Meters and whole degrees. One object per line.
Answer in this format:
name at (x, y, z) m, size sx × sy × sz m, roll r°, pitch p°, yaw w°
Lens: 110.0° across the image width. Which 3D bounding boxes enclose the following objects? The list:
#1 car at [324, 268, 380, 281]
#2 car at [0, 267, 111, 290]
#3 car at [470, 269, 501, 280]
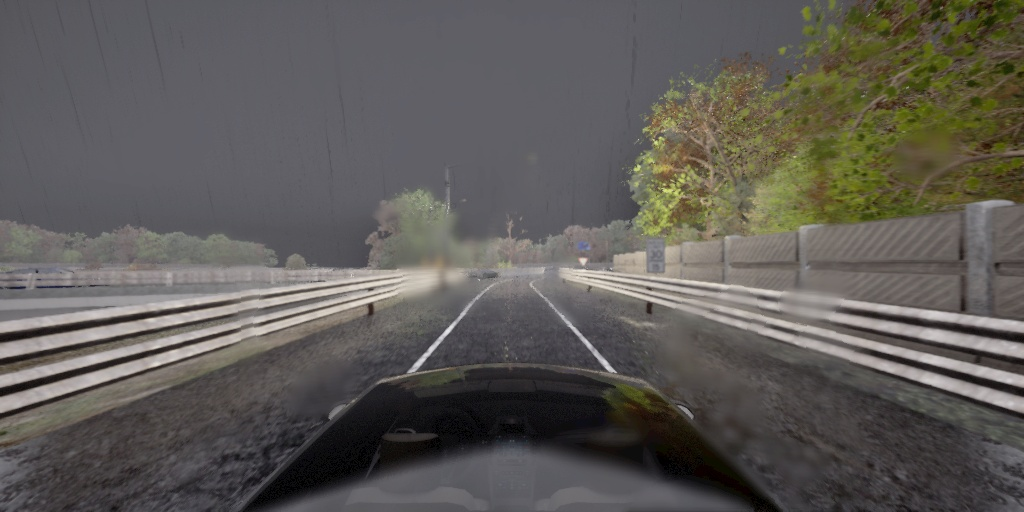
car at (-14.588, 1.863, 32.931) m, size 4.902 × 1.511 × 2.128 m, roll 2°, pitch -2°, yaw -44°
car at (-28.127, 1.423, 21.865) m, size 5.008 × 1.535 × 1.882 m, roll 1°, pitch -2°, yaw -33°
car at (-3.297, 2.312, 45.245) m, size 1.994 × 1.385 × 4.181 m, roll -1°, pitch -2°, yaw 39°
